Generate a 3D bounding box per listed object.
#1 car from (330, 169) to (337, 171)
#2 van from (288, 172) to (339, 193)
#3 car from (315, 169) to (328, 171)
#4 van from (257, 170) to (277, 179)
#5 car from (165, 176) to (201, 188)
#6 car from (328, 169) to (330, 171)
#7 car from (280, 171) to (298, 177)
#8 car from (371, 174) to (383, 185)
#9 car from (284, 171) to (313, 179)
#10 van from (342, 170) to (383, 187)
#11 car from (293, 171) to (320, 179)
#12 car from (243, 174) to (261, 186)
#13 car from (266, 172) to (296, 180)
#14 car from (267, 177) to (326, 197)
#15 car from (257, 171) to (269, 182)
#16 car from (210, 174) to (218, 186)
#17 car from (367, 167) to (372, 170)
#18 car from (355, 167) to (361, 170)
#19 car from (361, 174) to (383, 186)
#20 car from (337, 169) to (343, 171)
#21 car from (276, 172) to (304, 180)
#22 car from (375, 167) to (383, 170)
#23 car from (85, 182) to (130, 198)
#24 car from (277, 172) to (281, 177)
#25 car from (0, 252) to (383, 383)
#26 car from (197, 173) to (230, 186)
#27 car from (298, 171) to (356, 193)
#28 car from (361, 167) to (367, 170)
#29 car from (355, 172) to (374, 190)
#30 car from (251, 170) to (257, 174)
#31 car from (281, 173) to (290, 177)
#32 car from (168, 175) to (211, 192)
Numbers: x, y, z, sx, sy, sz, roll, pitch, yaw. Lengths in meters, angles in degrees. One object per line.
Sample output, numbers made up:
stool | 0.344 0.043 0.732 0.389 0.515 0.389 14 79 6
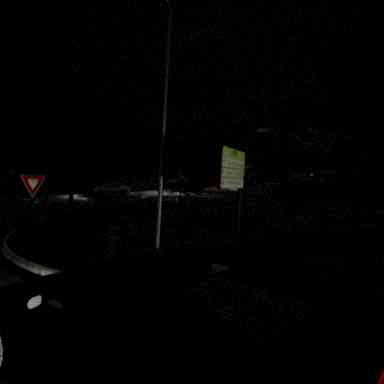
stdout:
car | 27.874 -3.946 71.682 5.008 1.535 2.097 2 6 30
van | 13.456 -0.797 36.973 4.442 1.987 1.878 4 7 31
car | 20.935 -2.968 57.436 4.553 1.767 2.097 -5 7 -40
van | 12.094 -2.841 58.496 4.442 1.987 1.878 2 6 30
car | -1.236 -1.420 47.006 4.674 1.452 2.002 2 5 29
car | 25.631 -3.755 69.795 4.892 1.521 2.231 2 6 30
car | 17.016 -2.199 54.323 4.674 1.442 1.812 -5 7 -38
car | 29.757 -1.882 50.159 4.792 1.488 2.163 4 7 31
car | 21.142 -3.377 66.036 5.008 1.535 2.097 2 5 30
van | 22.826 -1.557 44.441 4.442 1.987 1.878 4 7 31
car | 23.389 -3.565 67.914 4.892 1.521 2.231 2 6 30
car | 7.270 -1.444 47.305 4.181 1.385 1.994 -5 7 -38
car | 16.665 -2.995 62.254 5.008 1.535 2.097 2 5 30
car | 11.011 -0.389 35.194 5.008 1.535 2.097 4 7 31
car | 9.958 -2.422 56.562 5.008 1.535 2.097 2 5 29
car | 1.029 -1.622 48.905 4.792 1.488 2.163 2 5 29
car | 41.195 -5.001 83.051 5.366 1.575 1.946 2 5 30
car | 36.859 -4.667 79.202 5.008 1.535 2.097 2 5 30
car | 27.405 -1.719 48.271 4.892 1.521 2.231 4 7 31
car | 30.137 -4.257 73.540 4.553 1.767 2.185 2 6 30
car | 18.933 -3.155 64.127 4.792 1.488 2.163 2 5 30
car | 32.090 -2.354 52.031 5.566 2.045 2.435 4 7 30
car | -8.579 -0.246 34.068 4.674 1.442 1.812 -3 6 -39
car | 14.597 -2.802 60.262 5.366 1.575 1.946 2 5 30
car | -0.547 1.463 3.809 5.008 1.535 1.882 1 0 36
car | 3.264 -1.969 50.798 4.553 1.767 2.185 2 6 29
car | 15.669 -1.019 38.904 5.566 2.045 2.435 4 7 31
car | 39.098 -4.831 81.086 5.008 1.535 2.097 2 5 30
car | 20.356 -1.275 42.655 4.553 1.767 2.185 4 7 31
car | 7.744 -2.353 54.618 4.553 1.767 2.185 2 6 29
car | 14.682 -1.280 44.107 1.882 1.535 5.008 -4 6 -30
car | -0.399 -0.892 40.996 5.008 1.535 1.882 -5 7 -40
